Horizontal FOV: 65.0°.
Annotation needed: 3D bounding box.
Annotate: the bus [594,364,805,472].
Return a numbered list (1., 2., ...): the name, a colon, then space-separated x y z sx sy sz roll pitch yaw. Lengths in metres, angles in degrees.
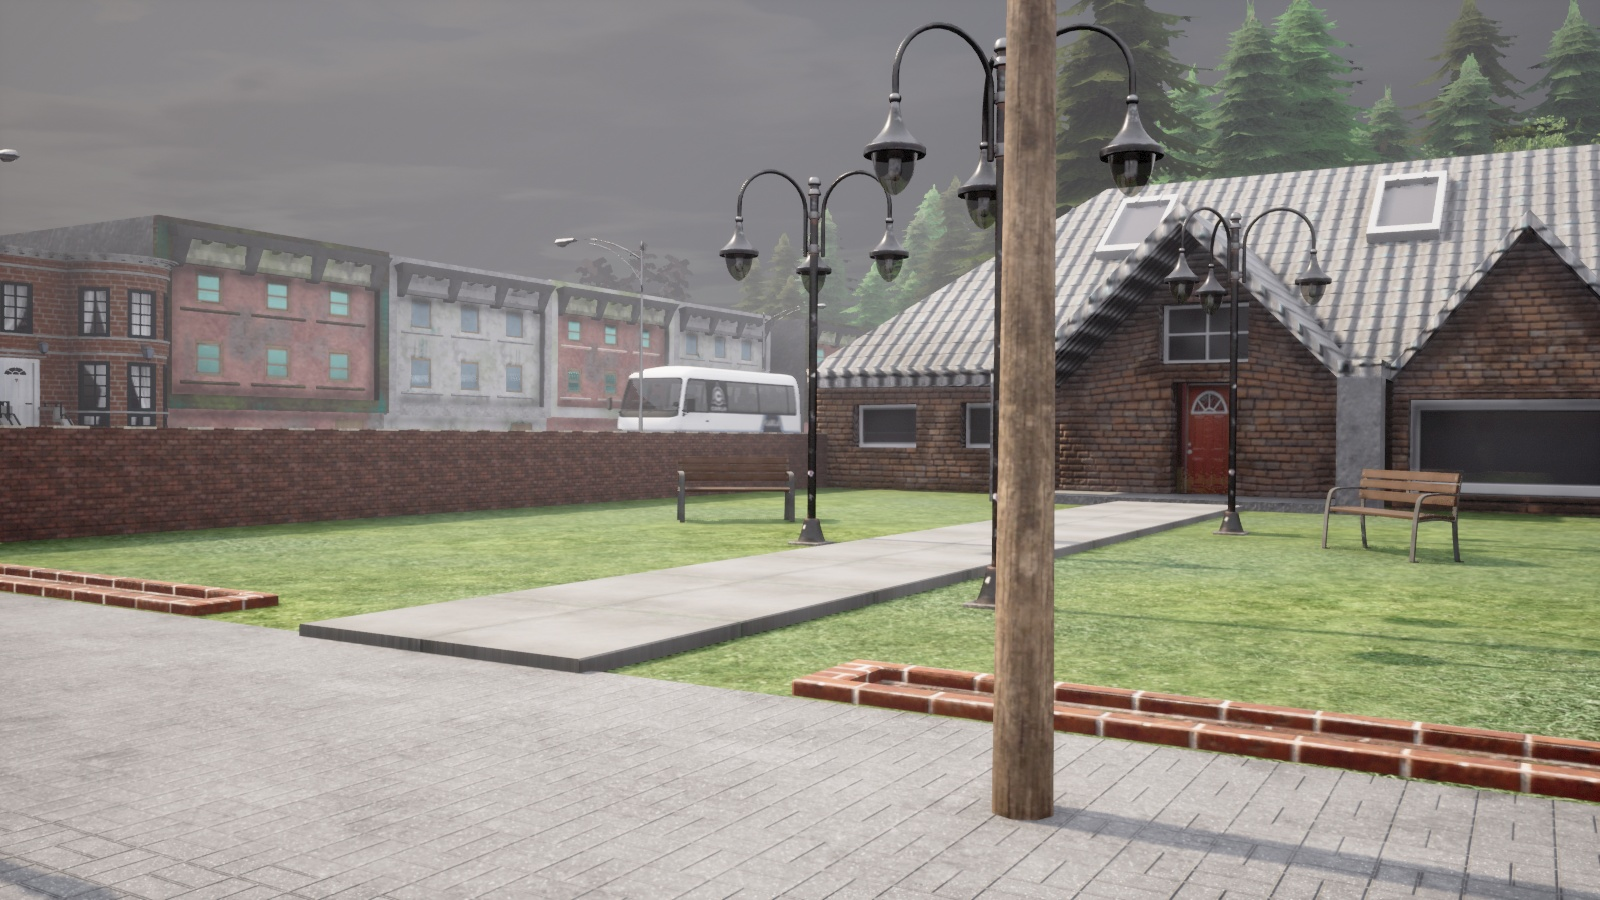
1. bus: -4.112 -1.357 54.878 3.944 4.253 10.273 0 1 31
